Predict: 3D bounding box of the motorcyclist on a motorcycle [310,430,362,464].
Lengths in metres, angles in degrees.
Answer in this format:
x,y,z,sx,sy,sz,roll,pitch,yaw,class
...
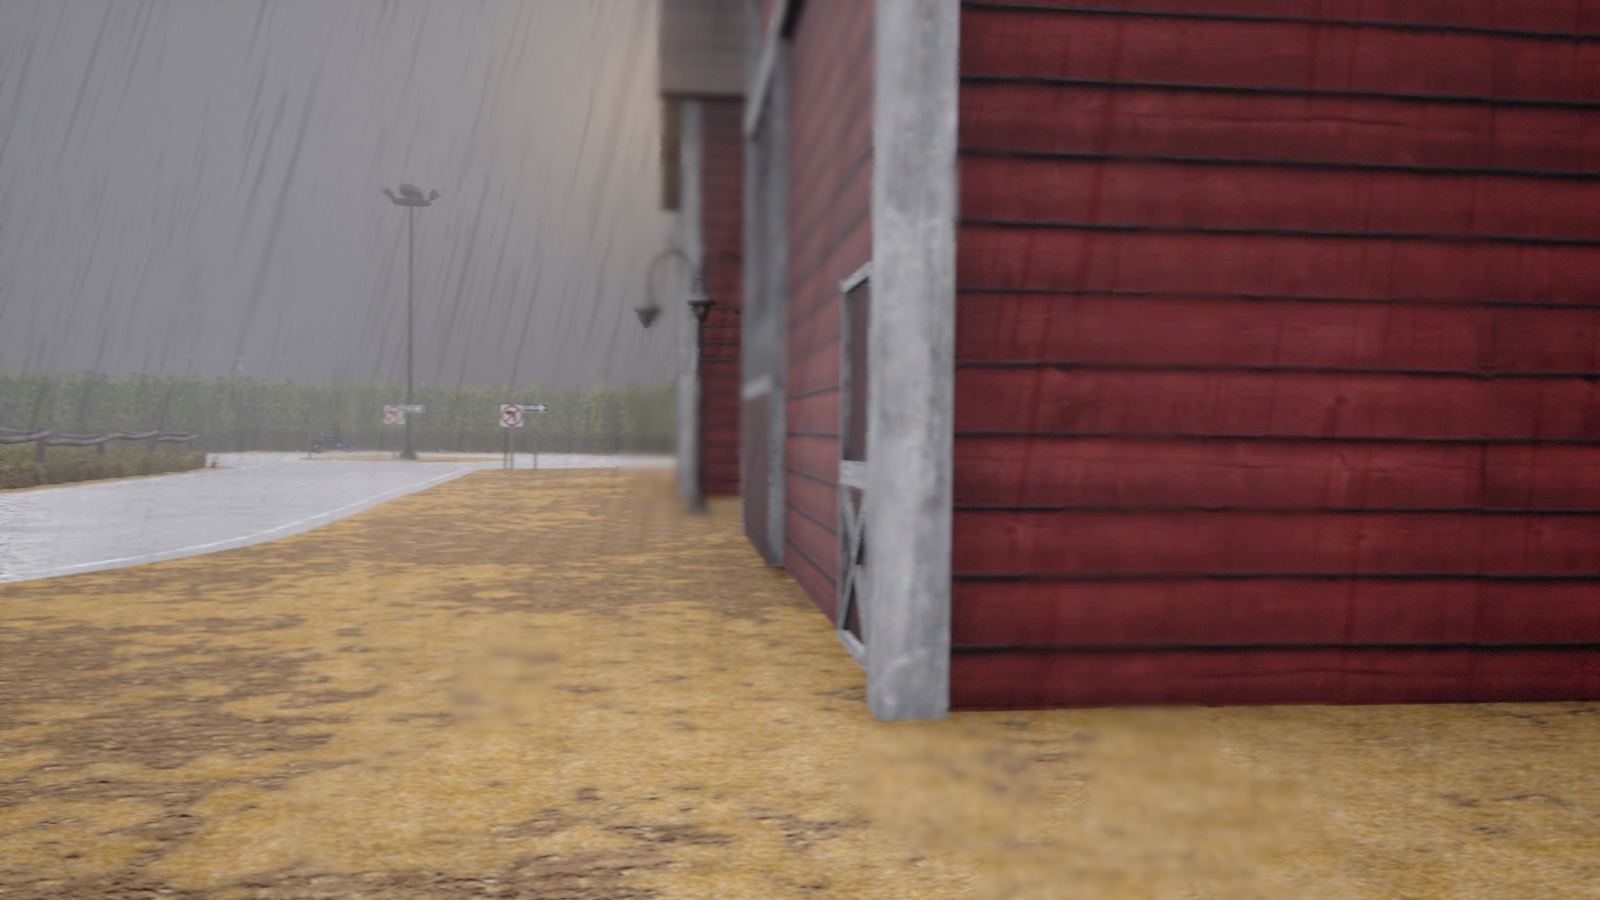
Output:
x,y,z,sx,sy,sz,roll,pitch,yaw,class
-23.333,-0.177,63.170,2.350,1.649,0.766,-1,3,-36,motorcyclist on a motorcycle
